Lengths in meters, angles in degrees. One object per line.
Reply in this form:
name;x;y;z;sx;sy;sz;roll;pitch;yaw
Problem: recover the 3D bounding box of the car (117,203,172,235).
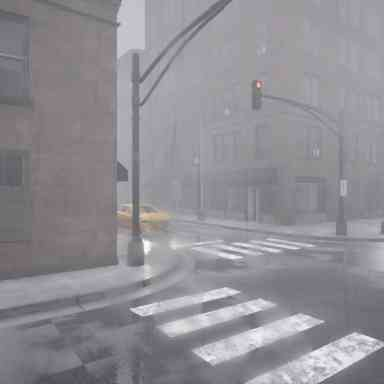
car;-2.939;1.382;18.388;1.882;1.535;5.008;0;0;-34
